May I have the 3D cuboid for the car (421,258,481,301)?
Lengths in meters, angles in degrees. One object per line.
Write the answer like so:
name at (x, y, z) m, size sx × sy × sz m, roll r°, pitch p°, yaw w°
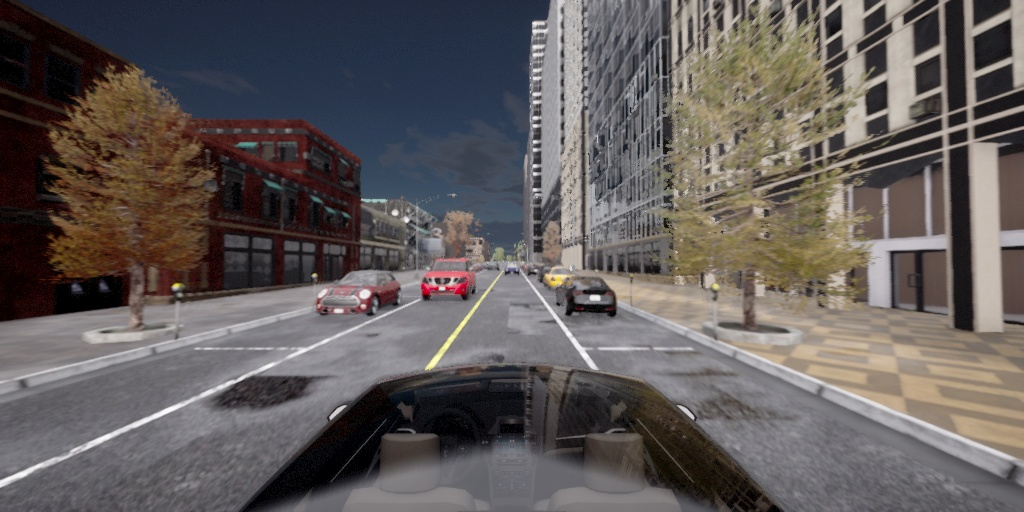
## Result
car at (-3.103, 1.115, 18.686) m, size 2.150 × 2.045 × 5.566 m, roll 0°, pitch 0°, yaw 0°

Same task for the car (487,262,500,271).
car at (-3.055, 1.728, 60.169) m, size 1.882 × 1.535 × 5.008 m, roll 0°, pitch 0°, yaw 1°

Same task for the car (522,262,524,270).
car at (2.651, 1.629, 53.219) m, size 1.967 × 1.591 × 4.097 m, roll 0°, pitch 0°, yaw 0°

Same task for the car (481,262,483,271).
car at (-5.697, 1.771, 53.273) m, size 1.802 × 1.307 × 4.207 m, roll 0°, pitch 0°, yaw 0°

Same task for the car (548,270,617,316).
car at (2.689, 1.418, 13.711) m, size 1.948 × 1.339 × 4.313 m, roll 0°, pitch 0°, yaw 0°

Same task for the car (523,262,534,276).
car at (2.653, 1.658, 41.931) m, size 1.948 × 1.339 × 4.313 m, roll 0°, pitch 0°, yaw 0°

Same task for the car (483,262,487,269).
car at (-5.697, 1.783, 58.916) m, size 1.888 × 1.381 × 4.507 m, roll 0°, pitch 0°, yaw 0°

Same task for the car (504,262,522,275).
car at (0.030, 1.721, 45.193) m, size 1.895 × 1.301 × 4.718 m, roll 0°, pitch 0°, yaw 1°

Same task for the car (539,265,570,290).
car at (3.147, 1.398, 24.168) m, size 1.801 × 1.575 × 5.366 m, roll 0°, pitch 0°, yaw 0°

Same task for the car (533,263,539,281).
car at (3.141, 1.502, 30.977) m, size 1.837 × 1.490 × 4.892 m, roll 0°, pitch 0°, yaw 0°

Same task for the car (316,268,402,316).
car at (-5.691, 1.292, 13.766) m, size 1.967 × 1.591 × 4.097 m, roll 0°, pitch 0°, yaw 0°
